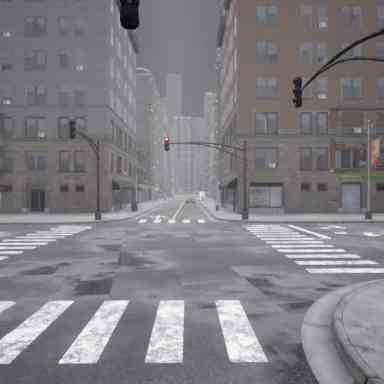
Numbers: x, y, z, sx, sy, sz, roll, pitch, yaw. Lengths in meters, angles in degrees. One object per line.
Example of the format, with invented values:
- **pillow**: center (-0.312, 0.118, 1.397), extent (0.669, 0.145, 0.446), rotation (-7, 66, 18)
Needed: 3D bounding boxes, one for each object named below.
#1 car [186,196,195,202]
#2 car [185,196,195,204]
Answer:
- **car**: center (-0.383, 1.485, 73.761), extent (1.895, 1.301, 4.718), rotation (0, 0, 0)
- **car**: center (-0.313, 1.650, 63.756), extent (1.895, 1.301, 4.718), rotation (0, 0, 0)
